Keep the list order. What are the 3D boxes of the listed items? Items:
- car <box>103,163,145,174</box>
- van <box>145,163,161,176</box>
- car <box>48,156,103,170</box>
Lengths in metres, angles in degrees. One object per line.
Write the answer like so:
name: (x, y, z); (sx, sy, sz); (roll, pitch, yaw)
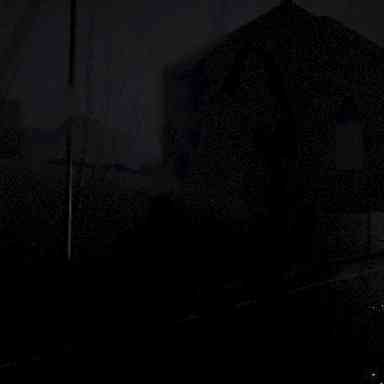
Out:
car: (-7.868, -2.392, 36.236); (2.002, 1.452, 4.674); (1, -2, 40)
van: (-4.287, -2.385, 40.642); (1.878, 1.987, 4.442); (1, -2, 39)
car: (-11.423, -2.637, 31.991); (2.002, 1.452, 4.674); (0, -2, 41)
